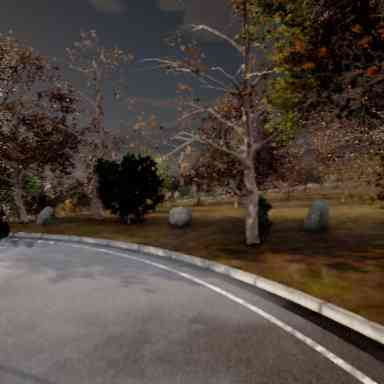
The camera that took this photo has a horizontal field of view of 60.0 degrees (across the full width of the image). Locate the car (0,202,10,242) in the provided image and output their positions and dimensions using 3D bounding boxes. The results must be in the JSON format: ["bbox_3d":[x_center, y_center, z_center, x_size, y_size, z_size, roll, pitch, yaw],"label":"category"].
[{"bbox_3d":[-10.548,1.337,14.434,5.566,2.045,2.150,-1,0,22],"label":"car"}]
